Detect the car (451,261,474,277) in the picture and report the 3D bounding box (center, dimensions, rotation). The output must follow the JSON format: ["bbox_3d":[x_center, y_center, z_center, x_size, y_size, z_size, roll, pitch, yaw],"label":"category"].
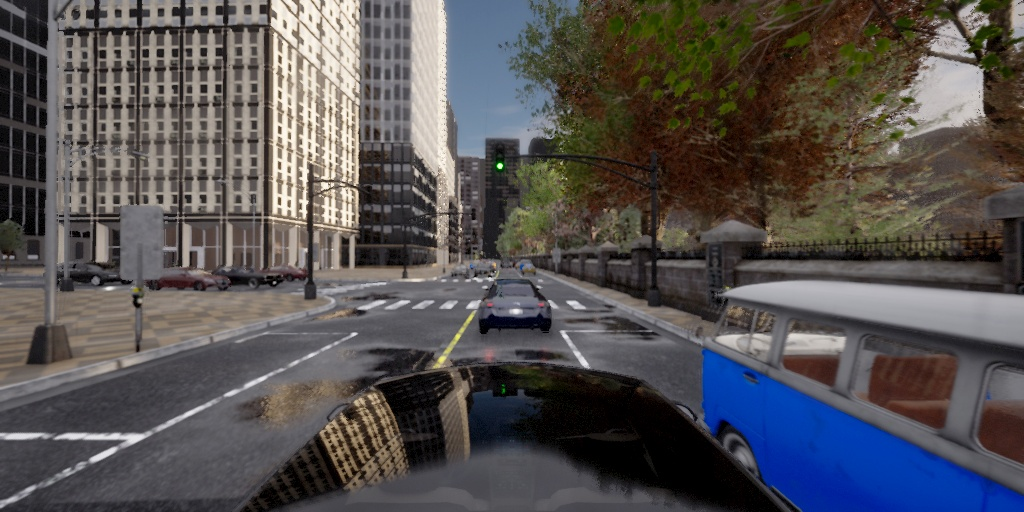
[{"bbox_3d":[-5.656,1.599,39.455,2.007,1.370,4.403,0,0,-1],"label":"car"}]

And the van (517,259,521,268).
[{"bbox_3d":[1.977,1.477,50.884,1.690,1.789,3.998,0,0,-1],"label":"van"}]

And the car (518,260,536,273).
[{"bbox_3d":[2.103,1.619,45.511,1.751,1.417,4.829,0,0,-1],"label":"car"}]

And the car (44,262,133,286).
[{"bbox_3d":[-27.234,1.139,23.243,4.892,1.490,1.837,1,0,3],"label":"car"}]

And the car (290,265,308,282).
[{"bbox_3d":[-18.103,1.345,28.248,4.207,1.307,1.802,0,0,4],"label":"car"}]

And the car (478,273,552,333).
[{"bbox_3d":[0.012,1.390,11.079,1.994,1.385,4.181,0,0,-2],"label":"car"}]

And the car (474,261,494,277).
[{"bbox_3d":[-3.240,1.558,40.037,1.837,1.490,4.892,0,0,-3],"label":"car"}]

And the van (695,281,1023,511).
[{"bbox_3d":[2.566,1.091,1.794,1.690,1.789,3.998,0,0,0],"label":"van"}]

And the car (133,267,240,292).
[{"bbox_3d":[-18.164,1.300,20.134,4.207,1.307,1.802,0,0,4],"label":"car"}]

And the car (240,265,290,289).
[{"bbox_3d":[-17.034,1.345,22.595,4.718,1.301,1.895,1,0,4],"label":"car"}]

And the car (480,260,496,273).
[{"bbox_3d":[-3.430,1.694,50.015,1.994,1.385,4.181,0,0,-2],"label":"car"}]

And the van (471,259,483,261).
[{"bbox_3d":[-6.348,1.557,61.629,1.690,1.789,3.998,0,0,-2],"label":"van"}]
